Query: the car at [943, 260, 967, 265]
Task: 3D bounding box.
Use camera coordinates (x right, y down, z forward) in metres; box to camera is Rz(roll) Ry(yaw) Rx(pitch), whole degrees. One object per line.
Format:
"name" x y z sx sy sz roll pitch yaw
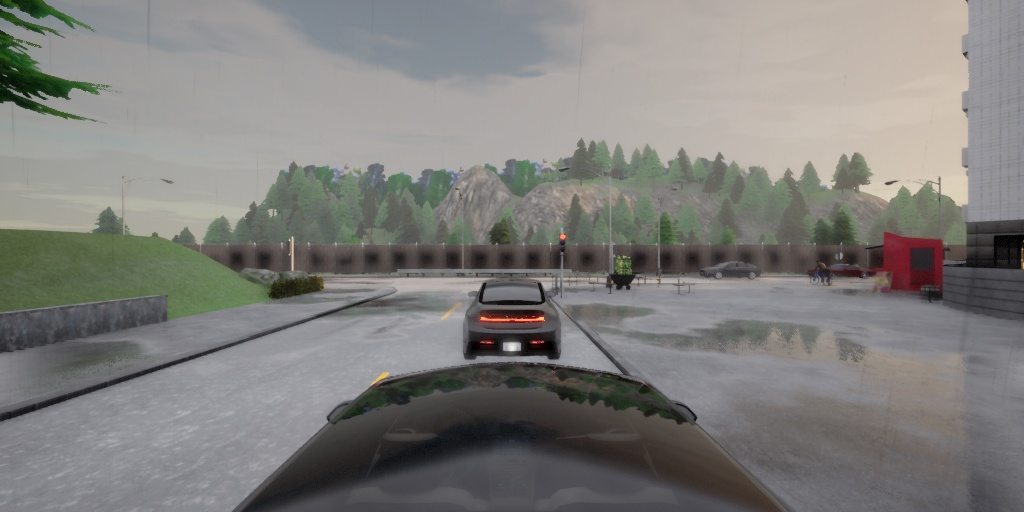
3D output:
"car" 38.739 1.102 31.541 4.553 1.767 2.097 0 0 0

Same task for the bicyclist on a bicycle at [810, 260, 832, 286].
"bicyclist on a bicycle" 19.804 1.099 22.992 0.582 1.620 1.656 0 0 -1

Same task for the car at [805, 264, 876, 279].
"car" 28.735 1.351 31.468 4.718 1.301 1.895 0 0 0

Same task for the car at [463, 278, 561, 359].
"car" -0.001 1.255 8.357 1.837 1.490 4.892 0 0 0

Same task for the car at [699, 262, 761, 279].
"car" 19.046 1.255 31.384 4.892 1.490 1.837 0 0 -1
